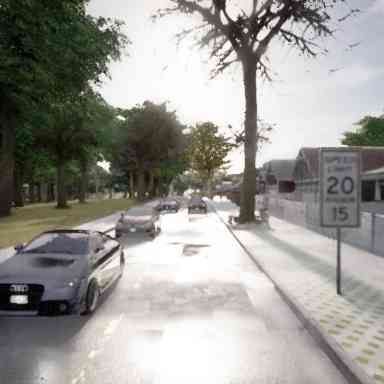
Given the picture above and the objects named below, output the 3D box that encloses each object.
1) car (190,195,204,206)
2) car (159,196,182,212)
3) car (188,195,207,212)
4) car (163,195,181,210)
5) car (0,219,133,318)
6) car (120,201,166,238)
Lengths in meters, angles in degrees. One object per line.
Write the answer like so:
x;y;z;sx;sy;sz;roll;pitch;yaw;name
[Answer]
0.706;1.110;47.104;1.994;1.385;4.181;0;1;0;car
-2.331;1.265;33.386;1.994;1.385;4.181;0;1;1;car
0.538;1.302;34.468;1.895;1.301;4.718;0;1;1;car
-2.259;1.180;38.531;1.812;1.442;4.674;0;1;1;car
-2.775;1.544;7.382;1.994;1.385;4.181;0;0;1;car
-2.632;1.427;17.264;1.812;1.442;4.674;0;1;1;car
